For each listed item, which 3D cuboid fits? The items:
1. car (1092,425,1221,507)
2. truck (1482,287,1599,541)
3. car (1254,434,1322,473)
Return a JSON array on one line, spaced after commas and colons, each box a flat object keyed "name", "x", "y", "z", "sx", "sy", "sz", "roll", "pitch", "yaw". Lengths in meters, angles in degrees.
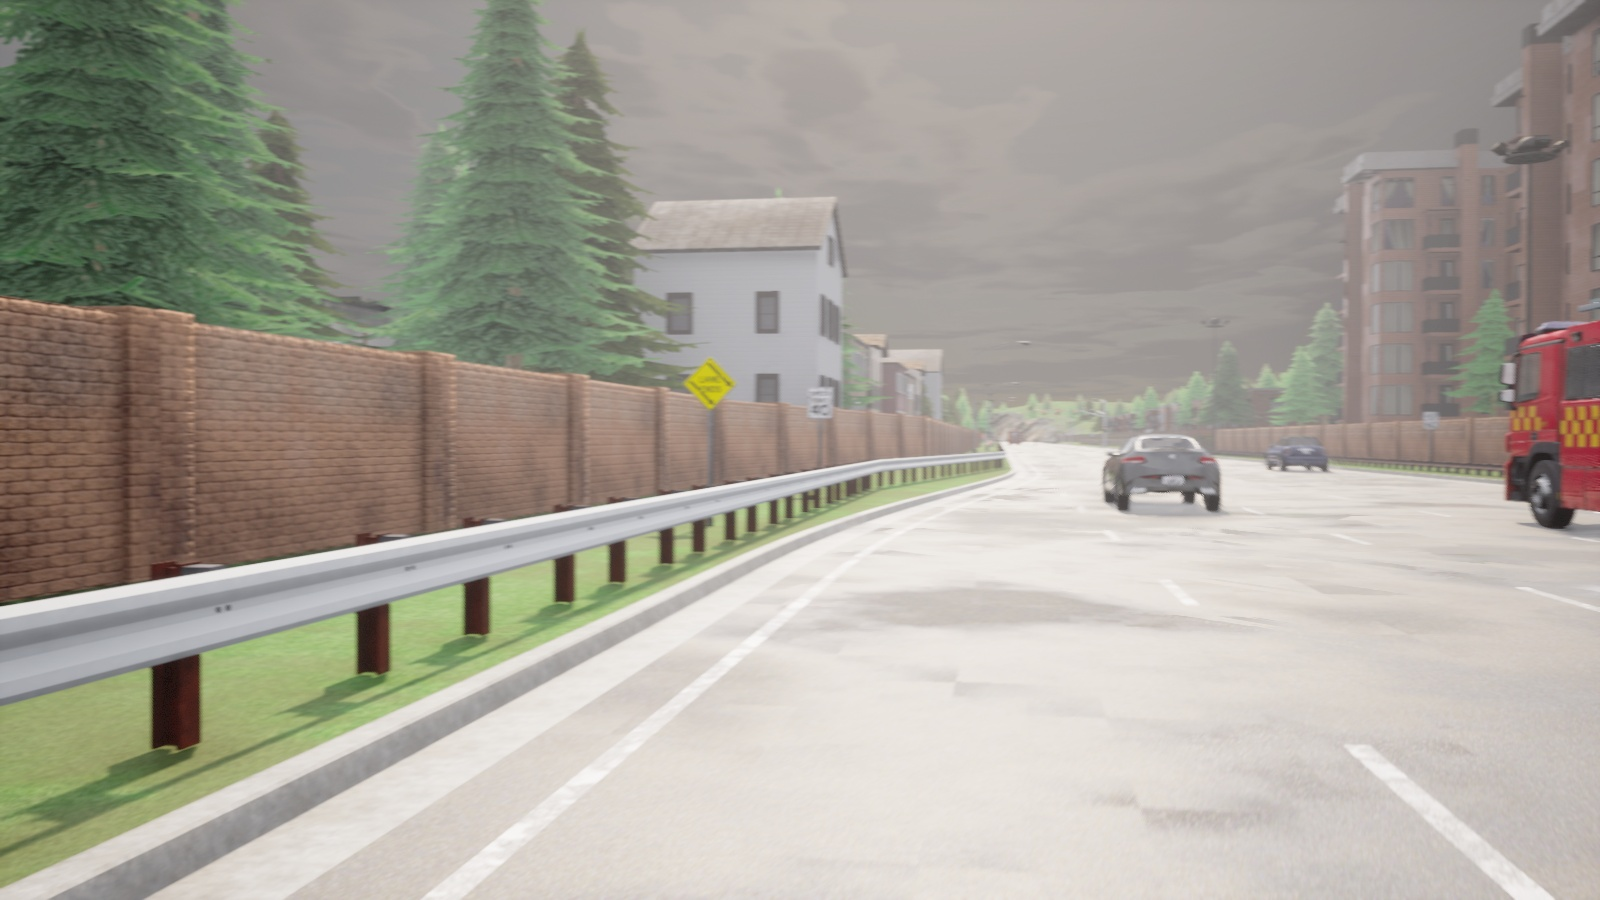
[{"name": "car", "x": 7.795, "y": 0.296, "z": 27.935, "sx": 2.152, "sy": 1.651, "sz": 5.027, "roll": 0, "pitch": 1, "yaw": 9}, {"name": "truck", "x": 13.512, "y": -0.540, "z": 18.985, "sx": 2.891, "sy": 3.827, "sz": 8.468, "roll": 0, "pitch": 1, "yaw": 9}, {"name": "car", "x": 23.369, "y": 0.138, "z": 60.270, "sx": 2.097, "sy": 1.767, "sz": 4.553, "roll": 0, "pitch": 1, "yaw": 9}]
